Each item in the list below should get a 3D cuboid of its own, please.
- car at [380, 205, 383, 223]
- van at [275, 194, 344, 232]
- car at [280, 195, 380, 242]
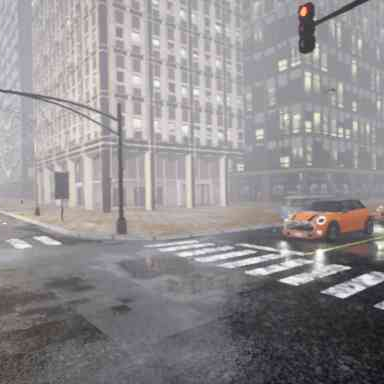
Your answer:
[{"bbox_3d":[13.068,0.950,20.211,4.553,1.767,2.097,-1,0,-38],"label":"car"},{"bbox_3d":[6.542,1.062,18.397,3.998,1.788,1.690,-1,0,-38],"label":"van"},{"bbox_3d":[6.080,1.088,14.783,4.553,1.767,2.097,-1,0,-37],"label":"car"}]
